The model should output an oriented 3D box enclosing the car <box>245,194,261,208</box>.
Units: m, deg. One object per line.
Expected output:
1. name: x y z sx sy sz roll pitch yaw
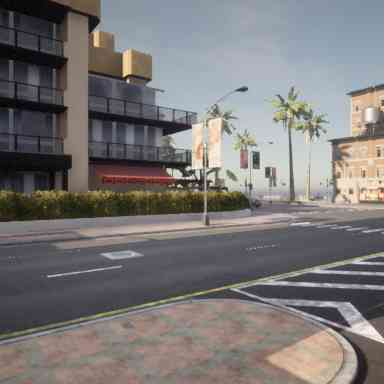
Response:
1. car: 7.433 1.221 48.093 2.150 2.045 5.566 0 0 -35
